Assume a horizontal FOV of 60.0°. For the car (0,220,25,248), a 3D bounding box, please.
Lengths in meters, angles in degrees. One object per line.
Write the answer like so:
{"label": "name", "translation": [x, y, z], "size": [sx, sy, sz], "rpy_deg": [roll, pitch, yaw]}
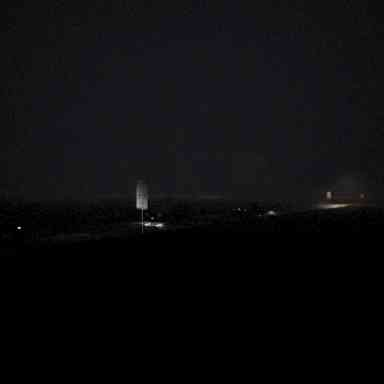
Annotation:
{"label": "car", "translation": [-9.017, 1.493, 12.692], "size": [2.128, 1.511, 4.902], "rpy_deg": [0, -1, 35]}

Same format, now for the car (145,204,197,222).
{"label": "car", "translation": [-1.628, 1.721, 28.440], "size": [2.033, 1.411, 5.357], "rpy_deg": [0, -1, 35]}

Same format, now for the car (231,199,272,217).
{"label": "car", "translation": [6.009, 1.789, 34.498], "size": [2.033, 1.411, 5.357], "rpy_deg": [0, -1, 35]}

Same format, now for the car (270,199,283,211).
{"label": "car", "translation": [11.126, 1.728, 46.842], "size": [2.097, 1.767, 4.553], "rpy_deg": [0, -1, 35]}
